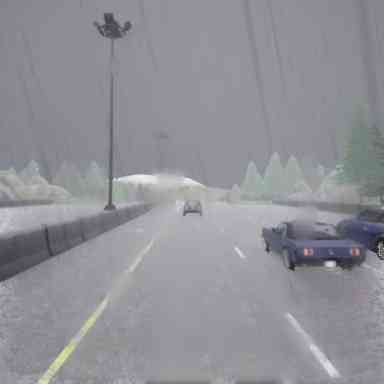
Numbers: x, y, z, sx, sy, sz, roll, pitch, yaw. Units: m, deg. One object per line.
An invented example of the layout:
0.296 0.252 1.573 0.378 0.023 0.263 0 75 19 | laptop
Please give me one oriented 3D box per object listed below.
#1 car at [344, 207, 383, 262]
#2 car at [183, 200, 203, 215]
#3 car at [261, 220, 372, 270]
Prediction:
7.097 1.334 12.217 2.097 1.767 4.553 0 0 0 | car
0.077 1.500 32.575 2.033 1.411 5.357 0 0 0 | car
3.599 1.585 10.872 1.895 1.301 4.718 0 0 0 | car
